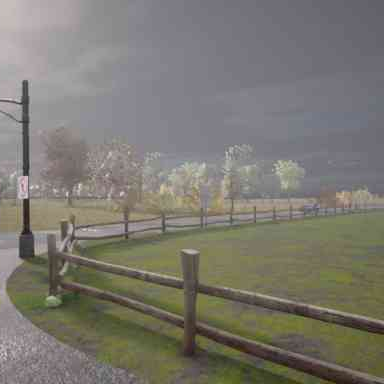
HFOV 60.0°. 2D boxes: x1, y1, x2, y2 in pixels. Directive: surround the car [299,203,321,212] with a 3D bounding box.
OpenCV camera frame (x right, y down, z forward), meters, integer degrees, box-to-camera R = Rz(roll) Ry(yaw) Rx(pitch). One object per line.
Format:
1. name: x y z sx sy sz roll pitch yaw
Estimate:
1. car: 18.823 2.449 53.022 2.033 1.411 5.357 -1 -2 40
